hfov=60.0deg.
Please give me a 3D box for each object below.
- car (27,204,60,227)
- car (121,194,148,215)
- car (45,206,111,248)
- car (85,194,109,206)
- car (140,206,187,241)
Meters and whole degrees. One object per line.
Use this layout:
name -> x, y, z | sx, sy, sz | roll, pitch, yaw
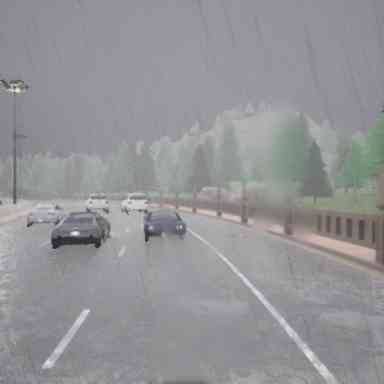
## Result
car -> -9.938, 1.536, 22.849 | 1.812, 1.442, 4.674 | 0, 0, -13
car -> -6.021, 1.208, 34.501 | 2.150, 2.045, 5.566 | 0, 0, -19
car -> -4.792, 1.565, 14.817 | 1.994, 1.385, 4.181 | 0, 0, -8
car -> -10.450, 1.221, 36.497 | 2.150, 2.045, 5.566 | 0, 0, -21
car -> -1.512, 1.589, 16.759 | 1.895, 1.301, 4.718 | 0, 0, -9
